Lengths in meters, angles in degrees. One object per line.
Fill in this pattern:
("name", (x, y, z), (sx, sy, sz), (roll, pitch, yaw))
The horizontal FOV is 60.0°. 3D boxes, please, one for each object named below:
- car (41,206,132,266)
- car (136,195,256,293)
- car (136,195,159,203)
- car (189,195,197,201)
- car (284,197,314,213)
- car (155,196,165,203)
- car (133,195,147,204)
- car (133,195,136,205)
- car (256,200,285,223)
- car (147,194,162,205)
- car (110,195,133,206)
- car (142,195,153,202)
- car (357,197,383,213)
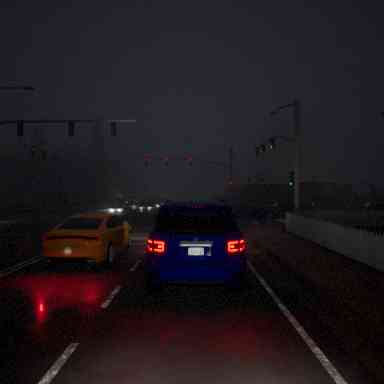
("car", (-3.395, 1.478, 11.619), (1.882, 1.535, 5.008), (0, 0, 0))
("car", (0.085, 1.221, 8.996), (2.150, 2.045, 5.566), (0, 0, 0))
("car", (-6.966, 1.547, 52.205), (2.033, 1.411, 5.357), (0, 0, 0))
("car", (0.221, 1.540, 88.985), (2.033, 1.411, 5.357), (0, 0, 0))
("car", (10.736, 1.352, 36.049), (4.553, 1.767, 2.097), (0, 0, -1))
("car", (-6.822, 1.524, 71.685), (1.812, 1.442, 4.674), (0, 0, 0))
("car", (-10.354, 1.478, 66.688), (1.882, 1.535, 5.008), (0, 0, 1))
("car", (-10.436, 1.352, 57.419), (2.097, 1.767, 4.553), (0, 0, 0))
("car", (4.088, 1.477, 25.232), (5.008, 1.535, 1.882), (0, 0, -1))
("car", (-6.911, 1.352, 61.686), (2.097, 1.767, 4.553), (0, 0, 0))
("car", (-10.477, 1.492, 48.207), (2.128, 1.511, 4.902), (0, 0, 0))
("car", (-10.309, 1.524, 76.943), (1.812, 1.442, 4.674), (0, 0, 0))
("car", (20.518, 1.352, 36.268), (4.553, 1.767, 2.097), (0, 0, -1))
